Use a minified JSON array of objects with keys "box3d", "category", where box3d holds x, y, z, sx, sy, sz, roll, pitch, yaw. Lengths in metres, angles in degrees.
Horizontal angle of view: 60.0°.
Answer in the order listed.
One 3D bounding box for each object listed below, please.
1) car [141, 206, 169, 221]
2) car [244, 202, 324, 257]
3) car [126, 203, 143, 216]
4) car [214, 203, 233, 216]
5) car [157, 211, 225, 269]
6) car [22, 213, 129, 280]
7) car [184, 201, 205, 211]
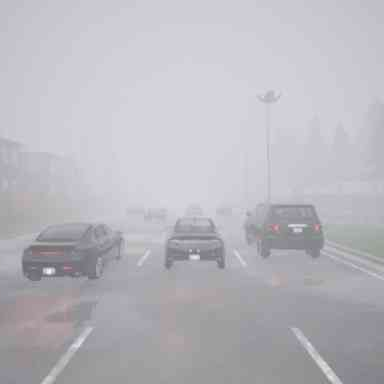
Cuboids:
[{"box3d":[-3.232,2.035,31.164,1.895,1.301,4.718,0,-1,0],"category":"car"},{"box3d":[3.611,1.419,13.969,2.150,2.045,5.566,0,-1,0],"category":"car"},{"box3d":[-6.722,2.084,40.121,1.812,1.442,4.674,0,-1,0],"category":"car"},{"box3d":[3.778,2.084,40.144,1.812,1.442,4.674,0,-1,0],"category":"car"},{"box3d":[0.094,1.658,11.810,2.128,1.511,4.902,0,-1,0],"category":"car"},{"box3d":[-3.413,1.653,10.394,1.837,1.490,4.892,0,0,0],"category":"car"},{"box3d":[0.277,2.131,40.719,1.994,1.385,4.181,0,-1,0],"category":"car"}]
